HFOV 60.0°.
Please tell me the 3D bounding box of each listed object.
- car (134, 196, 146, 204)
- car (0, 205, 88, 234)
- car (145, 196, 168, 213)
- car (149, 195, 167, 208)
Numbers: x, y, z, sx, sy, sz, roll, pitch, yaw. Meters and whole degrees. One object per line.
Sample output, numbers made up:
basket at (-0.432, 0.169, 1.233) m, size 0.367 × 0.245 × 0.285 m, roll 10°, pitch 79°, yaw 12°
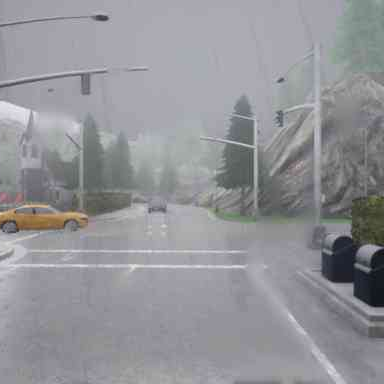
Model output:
car at (-9.478, 1.506, 62.406) m, size 1.837 × 1.490 × 4.892 m, roll 0°, pitch 0°, yaw -25°
car at (-8.498, 1.477, 18.844) m, size 5.008 × 1.535 × 1.882 m, roll 0°, pitch 0°, yaw -16°
car at (-3.748, 1.505, 36.685) m, size 1.837 × 1.490 × 4.892 m, roll 0°, pitch 0°, yaw -2°
car at (-4.910, 1.352, 48.074) m, size 2.097 × 1.767 × 4.553 m, roll 0°, pitch 0°, yaw -12°
